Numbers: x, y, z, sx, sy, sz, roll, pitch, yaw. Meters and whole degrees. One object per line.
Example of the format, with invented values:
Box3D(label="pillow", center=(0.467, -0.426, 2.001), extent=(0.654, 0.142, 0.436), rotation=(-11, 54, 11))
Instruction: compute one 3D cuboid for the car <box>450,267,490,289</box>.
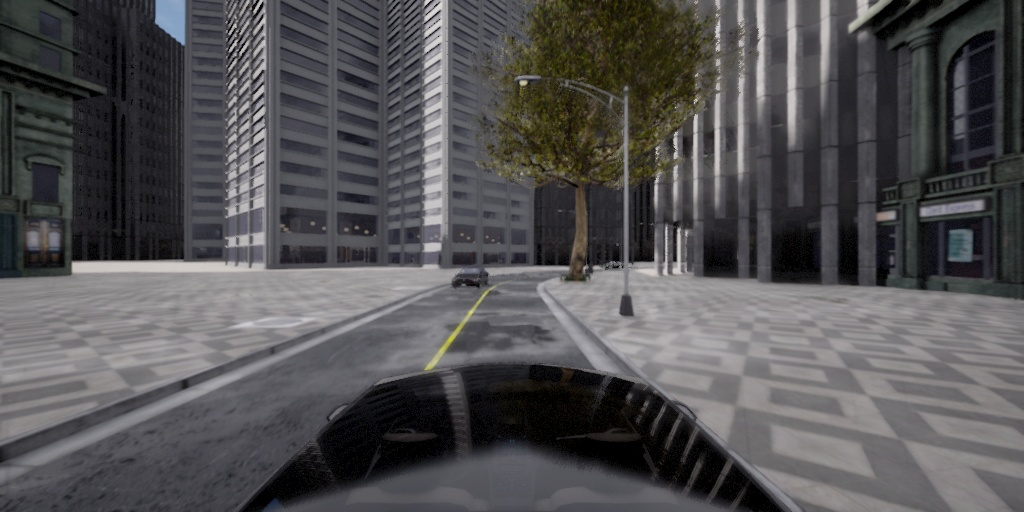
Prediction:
Box3D(label="car", center=(-2.761, 1.450, 25.051), extent=(2.033, 1.411, 5.357), rotation=(0, 0, 5))

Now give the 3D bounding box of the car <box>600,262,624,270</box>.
Box3D(label="car", center=(17.099, 1.656, 61.073), extent=(4.718, 1.301, 1.895), rotation=(0, 0, -37))
